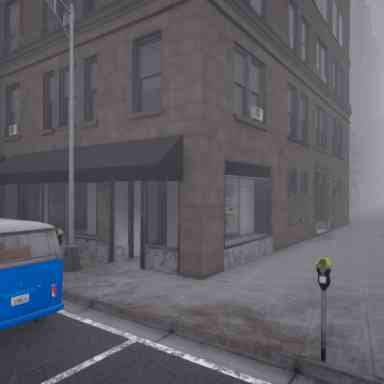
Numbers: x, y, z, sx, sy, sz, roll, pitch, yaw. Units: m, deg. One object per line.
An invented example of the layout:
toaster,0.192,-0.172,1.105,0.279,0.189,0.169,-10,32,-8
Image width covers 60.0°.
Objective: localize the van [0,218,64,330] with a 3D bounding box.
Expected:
van,-4.024,1.340,5.949,3.998,1.788,1.690,0,0,36
